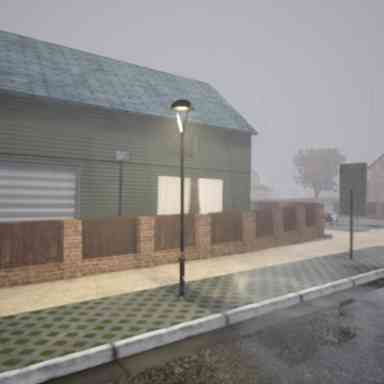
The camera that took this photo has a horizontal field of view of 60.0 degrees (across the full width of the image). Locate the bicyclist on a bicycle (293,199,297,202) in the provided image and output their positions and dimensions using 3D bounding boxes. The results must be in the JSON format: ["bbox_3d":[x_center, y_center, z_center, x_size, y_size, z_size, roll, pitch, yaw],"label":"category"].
[{"bbox_3d":[9.733,1.488,31.321,1.656,1.620,0.582,1,-1,-34],"label":"bicyclist on a bicycle"}]

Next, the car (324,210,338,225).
[{"bbox_3d":[7.868,1.511,23.538,2.128,1.511,4.902,2,-1,-34],"label":"car"}]
